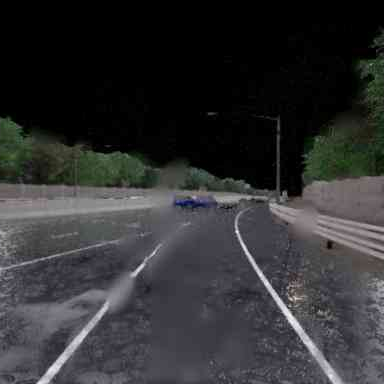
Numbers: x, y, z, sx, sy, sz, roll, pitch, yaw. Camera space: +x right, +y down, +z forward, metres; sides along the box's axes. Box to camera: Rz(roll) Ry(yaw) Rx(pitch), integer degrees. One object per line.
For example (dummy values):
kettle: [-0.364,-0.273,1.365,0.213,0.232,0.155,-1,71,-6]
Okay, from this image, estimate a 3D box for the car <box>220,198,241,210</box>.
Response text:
car: [5.438,1.893,48.449,1.895,1.301,4.718,0,0,18]

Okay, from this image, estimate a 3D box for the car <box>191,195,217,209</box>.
car: [2.124,1.486,49.566,2.150,2.045,5.566,0,0,18]

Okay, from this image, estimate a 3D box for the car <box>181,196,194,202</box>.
car: [-1.164,1.982,95.412,2.128,1.511,4.902,0,0,18]

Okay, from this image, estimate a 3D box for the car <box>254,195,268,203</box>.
car: [17.770,2.098,85.781,1.837,1.490,4.892,0,0,18]

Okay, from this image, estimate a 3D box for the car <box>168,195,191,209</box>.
car: [-1.200,1.458,50.665,2.150,2.045,5.566,0,0,18]
